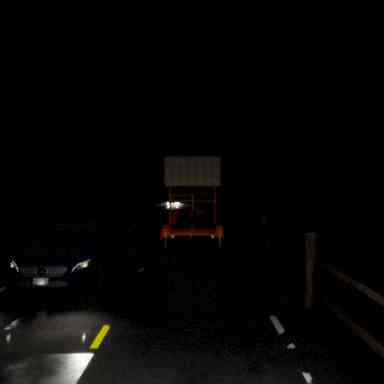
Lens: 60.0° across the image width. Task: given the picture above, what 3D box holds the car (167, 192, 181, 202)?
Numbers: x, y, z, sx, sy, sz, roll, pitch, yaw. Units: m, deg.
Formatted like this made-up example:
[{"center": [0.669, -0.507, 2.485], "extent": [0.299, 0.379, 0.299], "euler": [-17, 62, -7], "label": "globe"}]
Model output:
[{"center": [-2.729, 0.701, 50.439], "extent": [2.128, 1.511, 4.902], "euler": [0, 1, 0], "label": "car"}]

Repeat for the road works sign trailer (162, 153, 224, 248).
[{"center": [0.027, 0.236, 13.462], "extent": [2.380, 3.560, 2.880], "euler": [0, 1, 0], "label": "road works sign trailer"}]

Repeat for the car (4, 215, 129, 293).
[{"center": [-2.831, 1.380, 8.570], "extent": [1.812, 1.442, 4.674], "euler": [0, 1, 0], "label": "car"}]
